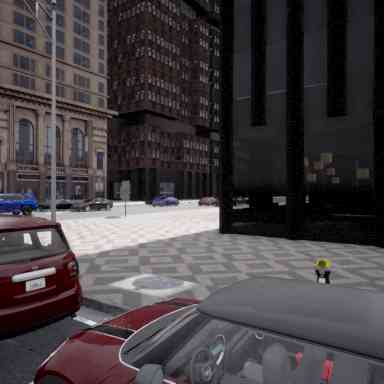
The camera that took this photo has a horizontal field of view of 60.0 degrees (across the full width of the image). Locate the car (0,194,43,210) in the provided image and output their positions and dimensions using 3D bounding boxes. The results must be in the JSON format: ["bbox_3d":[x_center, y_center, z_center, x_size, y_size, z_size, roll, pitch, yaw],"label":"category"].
[{"bbox_3d":[-16.853,1.167,29.986,2.150,2.045,5.566,0,0,34],"label":"car"}]

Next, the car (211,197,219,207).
[{"bbox_3d":[5.222,1.401,49.587,1.837,1.490,4.892,0,0,36],"label":"car"}]

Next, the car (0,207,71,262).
[{"bbox_3d":[-4.030,1.314,5.812,5.009,1.841,2.192,0,0,35],"label":"car"}]

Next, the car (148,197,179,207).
[{"bbox_3d":[-3.766,1.412,48.375,1.812,1.442,4.674,0,1,36],"label":"car"}]

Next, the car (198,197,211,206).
[{"bbox_3d":[2.809,1.445,51.807,1.994,1.385,4.181,0,0,37],"label":"car"}]

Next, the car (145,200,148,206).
[{"bbox_3d":[-5.217,1.467,51.935,1.895,1.301,4.718,0,0,36],"label":"car"}]

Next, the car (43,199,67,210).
[{"bbox_3d":[-15.238,1.514,37.859,1.895,1.301,4.718,0,0,35],"label":"car"}]

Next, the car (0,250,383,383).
[{"bbox_3d":[0.540,1.440,2.572,4.097,1.590,1.967,0,0,35],"label":"car"}]

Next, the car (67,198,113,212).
[{"bbox_3d":[-11.218,1.425,37.903,1.837,1.490,4.892,0,0,36],"label":"car"}]
